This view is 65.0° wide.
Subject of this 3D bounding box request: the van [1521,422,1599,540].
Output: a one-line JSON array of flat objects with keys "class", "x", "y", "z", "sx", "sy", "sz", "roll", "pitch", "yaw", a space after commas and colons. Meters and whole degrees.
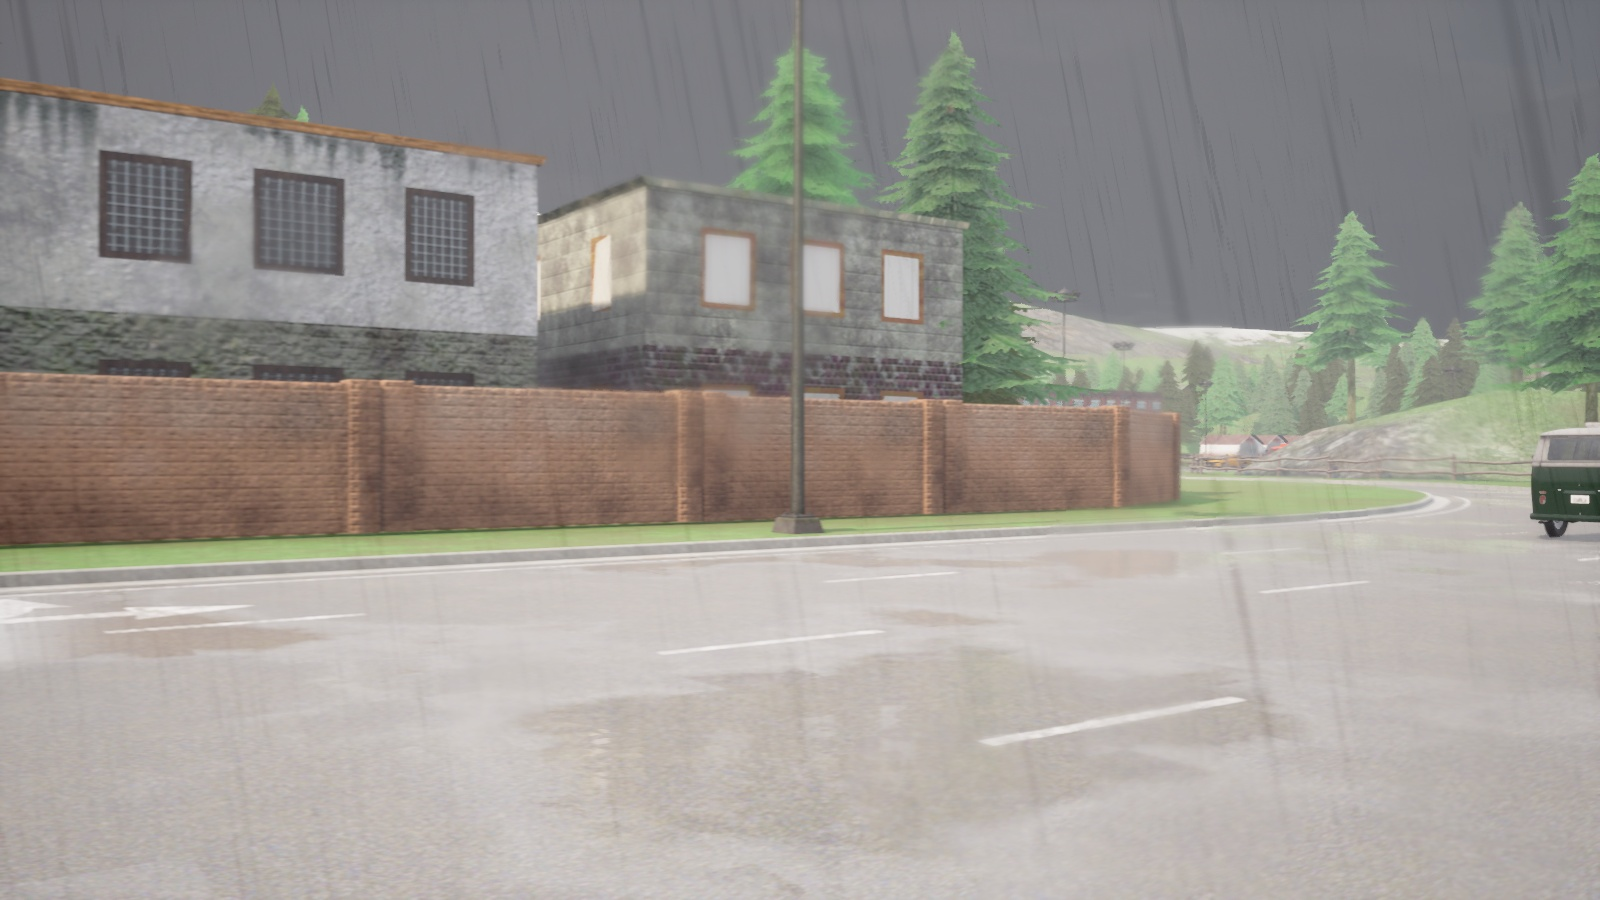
[{"class": "van", "x": 15.024, "y": 0.521, "z": 22.647, "sx": 4.442, "sy": 1.987, "sz": 1.775, "roll": 0, "pitch": 0, "yaw": -35}]
